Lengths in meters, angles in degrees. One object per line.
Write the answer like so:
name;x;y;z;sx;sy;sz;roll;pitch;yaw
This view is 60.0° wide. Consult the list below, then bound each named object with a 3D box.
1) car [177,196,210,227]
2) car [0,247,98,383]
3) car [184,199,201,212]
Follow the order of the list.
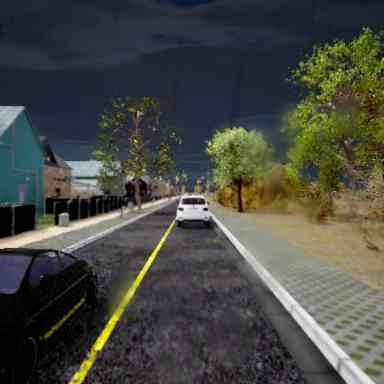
car;0.093;1.279;23.768;2.150;2.045;5.566;0;-1;0
car;-2.847;1.577;4.959;1.994;1.385;4.181;0;0;0
car;0.089;1.654;41.685;2.033;1.411;5.357;0;0;0
